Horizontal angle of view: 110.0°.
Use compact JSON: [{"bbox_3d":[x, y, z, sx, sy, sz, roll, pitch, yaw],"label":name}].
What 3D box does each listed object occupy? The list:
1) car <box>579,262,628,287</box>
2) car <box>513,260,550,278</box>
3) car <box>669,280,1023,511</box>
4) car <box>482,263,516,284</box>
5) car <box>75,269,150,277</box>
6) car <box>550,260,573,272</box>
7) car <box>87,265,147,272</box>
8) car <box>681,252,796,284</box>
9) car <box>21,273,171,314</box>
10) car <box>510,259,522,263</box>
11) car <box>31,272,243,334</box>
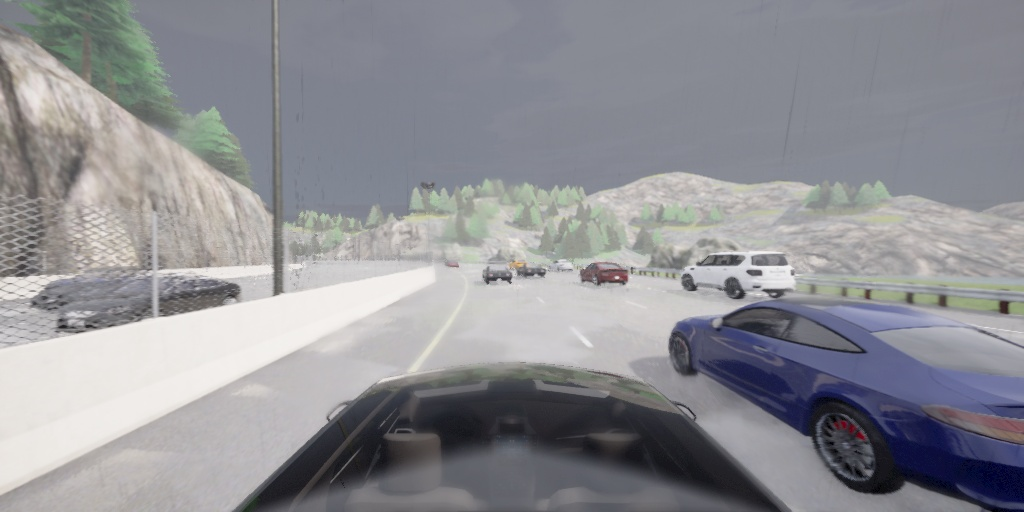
[{"bbox_3d":[5.998,1.145,24.013,1.882,1.535,5.008,0,0,-7],"label":"car"},{"bbox_3d":[1.644,1.323,32.884,1.895,1.301,4.718,-1,0,-10],"label":"car"},{"bbox_3d":[3.687,1.227,4.358,1.812,1.442,4.674,0,0,-1],"label":"car"},{"bbox_3d":[-1.221,1.362,27.090,1.895,1.301,4.718,-1,0,-9],"label":"car"},{"bbox_3d":[-14.517,1.428,14.869,2.128,1.511,4.902,-1,0,-3],"label":"car"},{"bbox_3d":[6.093,1.188,44.755,1.812,1.442,4.674,0,0,-13],"label":"car"},{"bbox_3d":[-21.823,1.383,19.339,2.097,1.767,4.553,-1,0,-6],"label":"car"},{"bbox_3d":[10.307,0.835,16.899,2.150,2.045,5.566,0,0,-5],"label":"car"},{"bbox_3d":[-18.089,1.547,15.977,1.994,1.385,4.181,-1,0,-4],"label":"car"},{"bbox_3d":[0.907,1.206,51.450,1.882,1.535,5.008,0,0,-15],"label":"car"},{"bbox_3d":[-10.835,1.381,11.273,2.128,1.511,4.902,-1,0,-2],"label":"car"}]
